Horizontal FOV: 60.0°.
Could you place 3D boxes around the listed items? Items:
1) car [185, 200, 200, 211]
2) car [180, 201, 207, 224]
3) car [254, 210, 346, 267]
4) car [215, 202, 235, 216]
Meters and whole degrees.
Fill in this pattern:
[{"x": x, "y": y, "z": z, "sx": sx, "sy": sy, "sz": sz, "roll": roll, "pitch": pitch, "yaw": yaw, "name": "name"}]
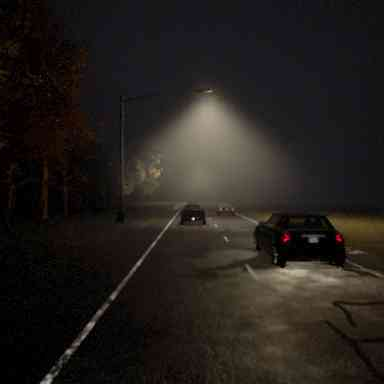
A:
[{"x": 0.097, "y": 1.961, "z": 49.088, "sx": 2.033, "sy": 1.411, "sz": 5.357, "roll": 0, "pitch": 0, "yaw": 0, "name": "car"}, {"x": 0.099, "y": 1.740, "z": 26.969, "sx": 1.837, "sy": 1.490, "sz": 4.892, "roll": 0, "pitch": 0, "yaw": 0, "name": "car"}, {"x": 3.590, "y": 1.458, "z": 11.933, "sx": 2.097, "sy": 1.767, "sz": 4.553, "roll": 0, "pitch": -1, "yaw": 0, "name": "car"}, {"x": 3.598, "y": 1.863, "z": 36.985, "sx": 2.033, "sy": 1.411, "sz": 5.357, "roll": 0, "pitch": 0, "yaw": 0, "name": "car"}]
